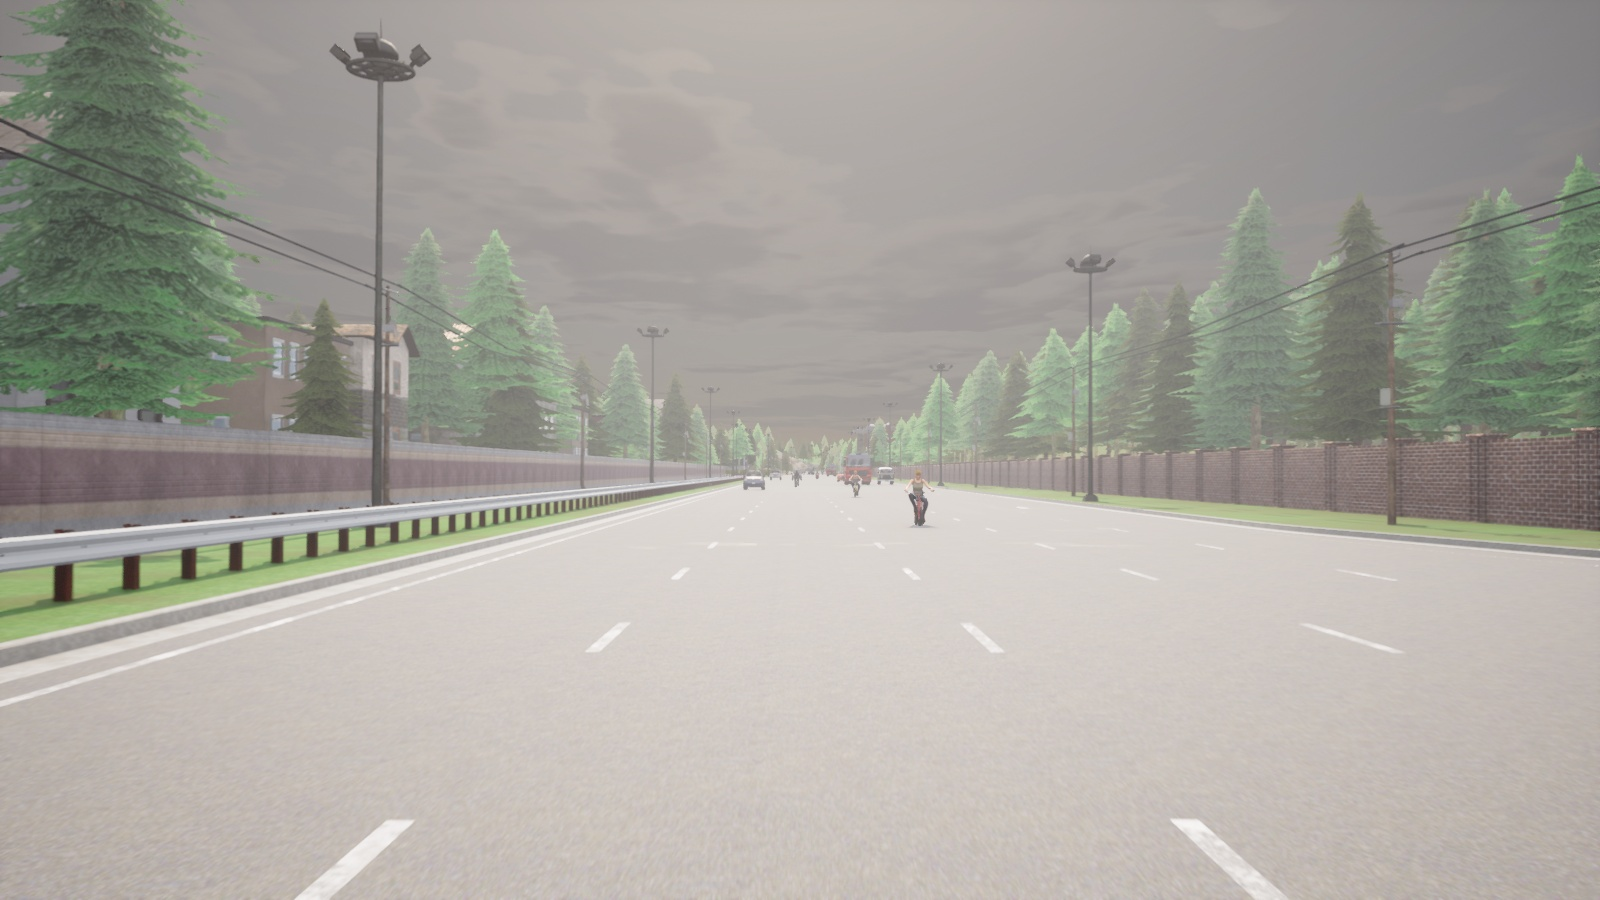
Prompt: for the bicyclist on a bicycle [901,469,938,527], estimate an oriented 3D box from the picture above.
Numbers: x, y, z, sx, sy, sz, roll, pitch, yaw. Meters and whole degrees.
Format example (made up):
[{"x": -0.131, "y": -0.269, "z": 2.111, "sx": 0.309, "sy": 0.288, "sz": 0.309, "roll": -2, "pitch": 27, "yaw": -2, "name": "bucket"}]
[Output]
[{"x": 3.389, "y": 1.339, "z": 35.792, "sx": 0.866, "sy": 1.612, "sz": 1.509, "roll": 0, "pitch": -1, "yaw": -1, "name": "bicyclist on a bicycle"}]
